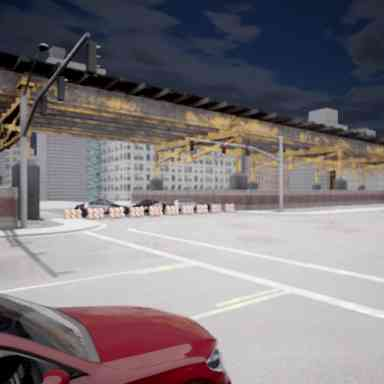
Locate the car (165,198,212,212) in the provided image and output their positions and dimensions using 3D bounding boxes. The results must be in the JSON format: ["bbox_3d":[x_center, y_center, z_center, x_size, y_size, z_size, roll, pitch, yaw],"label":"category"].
[{"bbox_3d":[-0.458,1.424,37.095,4.974,1.542,2.038,0,0,-7],"label":"car"}]

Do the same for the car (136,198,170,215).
[{"bbox_3d":[-4.354,1.431,33.320,2.038,1.542,4.974,0,0,18],"label":"car"}]

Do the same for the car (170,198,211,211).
[{"bbox_3d":[-0.510,1.266,37.088,4.536,1.218,1.853,0,0,-7],"label":"car"}]

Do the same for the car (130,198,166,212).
[{"bbox_3d":[-4.339,1.273,33.370,1.853,1.218,4.536,0,0,18],"label":"car"}]

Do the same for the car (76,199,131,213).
[{"bbox_3d":[-8.140,1.280,30.628,4.536,1.218,1.853,0,0,8],"label":"car"}]

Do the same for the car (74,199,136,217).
[{"bbox_3d":[-8.088,1.437,30.621,4.974,1.542,2.038,0,0,8],"label":"car"}]

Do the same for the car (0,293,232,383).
[{"bbox_3d":[-1.818,1.526,2.471,4.674,1.442,1.812,0,0,-35],"label":"car"}]
